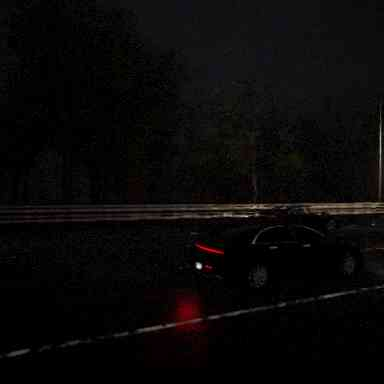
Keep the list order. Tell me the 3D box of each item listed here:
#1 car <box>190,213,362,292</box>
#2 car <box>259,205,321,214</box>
[{"bbox_3d":[2.330,1.487,8.791,4.892,1.490,1.837,1,1,-26],"label":"car"},{"bbox_3d":[5.883,1.476,18.298,4.902,1.511,2.128,1,0,-26],"label":"car"}]
